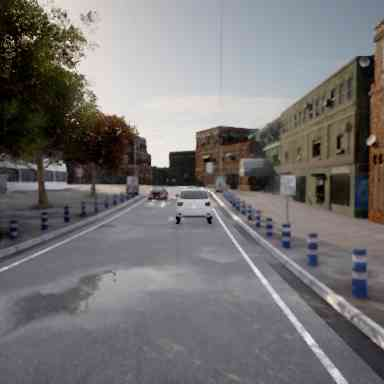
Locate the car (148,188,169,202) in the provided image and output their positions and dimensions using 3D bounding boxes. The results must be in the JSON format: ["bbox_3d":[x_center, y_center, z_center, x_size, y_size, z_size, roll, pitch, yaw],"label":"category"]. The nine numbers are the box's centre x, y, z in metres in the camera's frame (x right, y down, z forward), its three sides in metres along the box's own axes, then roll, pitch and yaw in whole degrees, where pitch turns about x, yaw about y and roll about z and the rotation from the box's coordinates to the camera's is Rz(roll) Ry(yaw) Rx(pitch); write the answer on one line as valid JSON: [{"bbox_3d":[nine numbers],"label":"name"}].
[{"bbox_3d":[-3.569,0.237,35.776,1.994,1.385,4.181,0,4,0],"label":"car"}]

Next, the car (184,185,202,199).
[{"bbox_3d":[0.132,-0.049,40.082,2.033,1.411,5.357,0,4,0],"label":"car"}]

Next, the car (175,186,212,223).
[{"bbox_3d":[0.117,0.728,21.303,2.150,2.045,5.566,0,3,0],"label":"car"}]
